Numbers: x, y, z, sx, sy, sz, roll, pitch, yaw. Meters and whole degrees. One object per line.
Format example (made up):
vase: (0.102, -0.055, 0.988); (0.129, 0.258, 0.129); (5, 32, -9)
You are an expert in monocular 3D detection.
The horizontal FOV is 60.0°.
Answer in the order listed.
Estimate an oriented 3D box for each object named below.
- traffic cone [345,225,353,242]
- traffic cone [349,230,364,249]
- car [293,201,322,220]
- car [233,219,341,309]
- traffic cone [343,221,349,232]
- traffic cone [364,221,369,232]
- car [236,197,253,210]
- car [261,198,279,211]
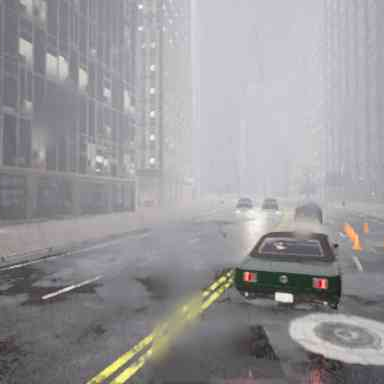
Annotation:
traffic cone: (7.155, 1.910, 14.835); (0.340, 0.580, 0.340); (0, 0, 21)
traffic cone: (6.430, 1.914, 12.972); (0.340, 0.580, 0.340); (0, 0, 21)
car: (8.747, 1.426, 25.168); (1.882, 1.535, 5.008); (0, 0, 18)
car: (2.490, 1.586, 7.973); (1.895, 1.301, 4.718); (0, 0, 23)
traffic cone: (7.881, 1.906, 16.699); (0.340, 0.580, 0.340); (0, 0, 21)
traffic cone: (9.538, 1.896, 18.200); (0.340, 0.580, 0.340); (0, 0, 21)
car: (6.870, 1.439, 43.067); (1.882, 1.535, 5.008); (0, 0, 14)
car: (9.448, 1.427, 40.027); (1.882, 1.535, 5.008); (0, 0, 14)
